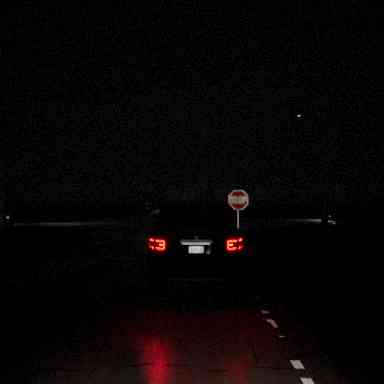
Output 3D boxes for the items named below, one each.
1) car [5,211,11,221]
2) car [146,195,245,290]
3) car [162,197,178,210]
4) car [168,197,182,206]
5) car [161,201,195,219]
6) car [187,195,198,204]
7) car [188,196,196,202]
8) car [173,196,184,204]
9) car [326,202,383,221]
[{"bbox_3d":[-15.510,1.564,23.551,4.902,1.511,2.128,0,-1,-2],"label":"car"},{"bbox_3d":[0.091,1.225,9.217,2.150,2.045,5.566,0,0,0],"label":"car"},{"bbox_3d":[-2.878,1.508,44.452,1.882,1.535,5.008,0,0,0],"label":"car"},{"bbox_3d":[-2.845,1.591,56.900,2.033,1.411,5.357,0,0,1],"label":"car"},{"bbox_3d":[-1.365,1.589,30.580,1.994,1.385,4.181,-1,1,-20],"label":"car"},{"bbox_3d":[0.043,1.400,64.493,2.097,1.767,4.553,0,0,0],"label":"car"},{"bbox_3d":[-0.071,1.608,81.142,1.994,1.385,4.181,0,0,0],"label":"car"},{"bbox_3d":[-2.811,1.599,69.137,2.033,1.411,5.357,0,0,0],"label":"car"},{"bbox_3d":[13.644,1.539,26.605,5.357,1.411,2.033,0,-1,-1],"label":"car"}]
